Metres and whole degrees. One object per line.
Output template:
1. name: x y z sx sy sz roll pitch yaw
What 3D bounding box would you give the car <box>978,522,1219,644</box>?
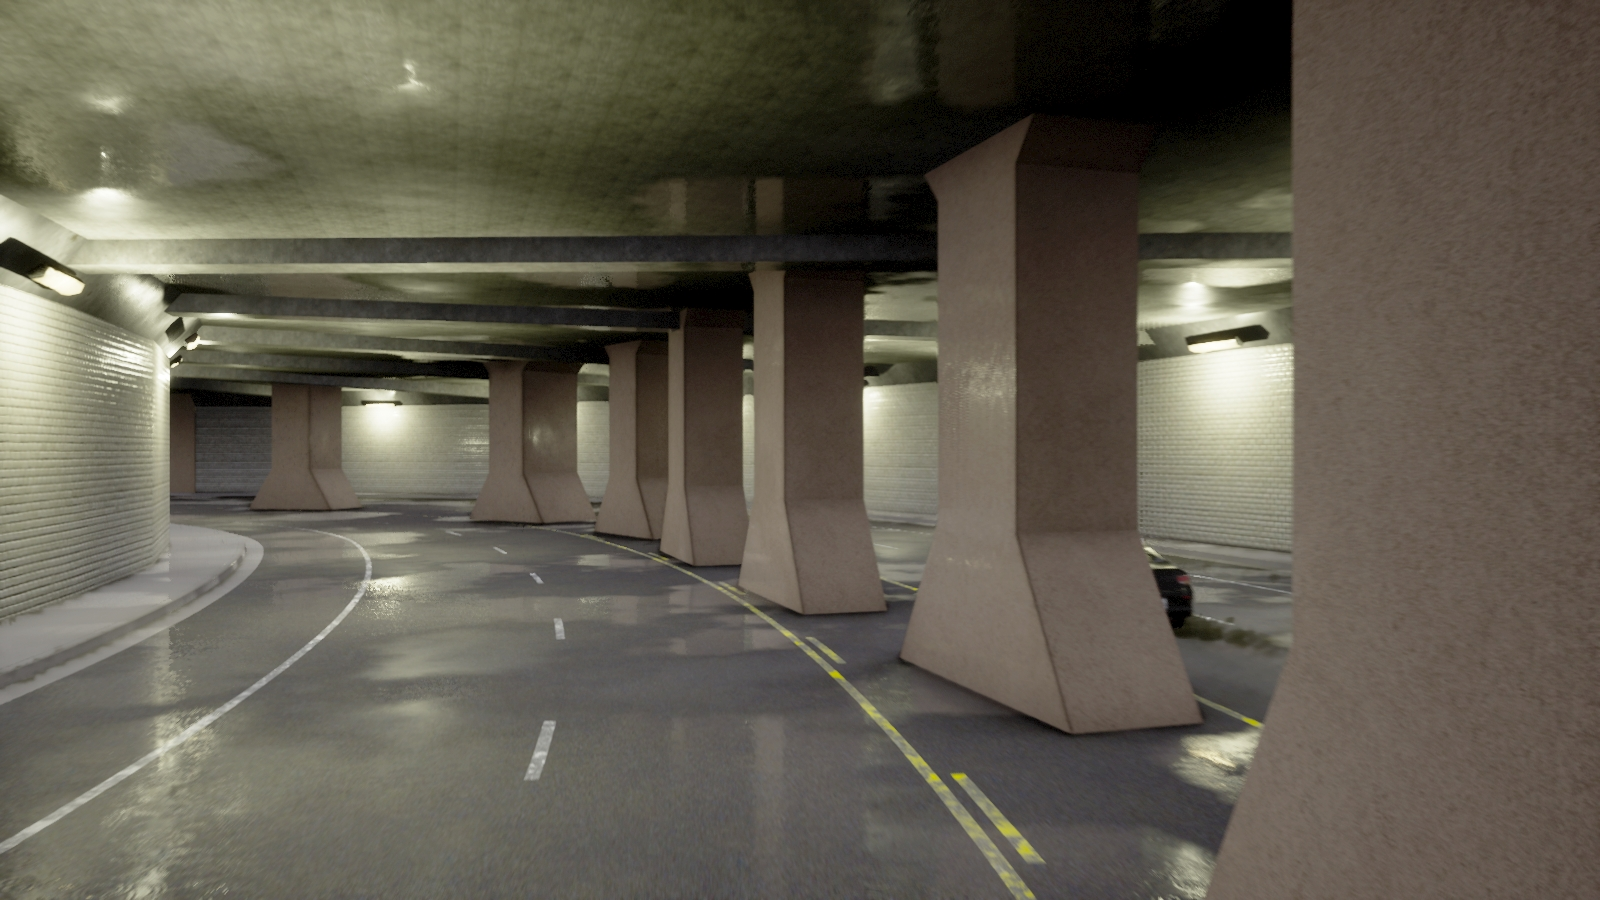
1. car: 4.750 2.079 19.015 2.002 1.442 4.674 0 0 -12
